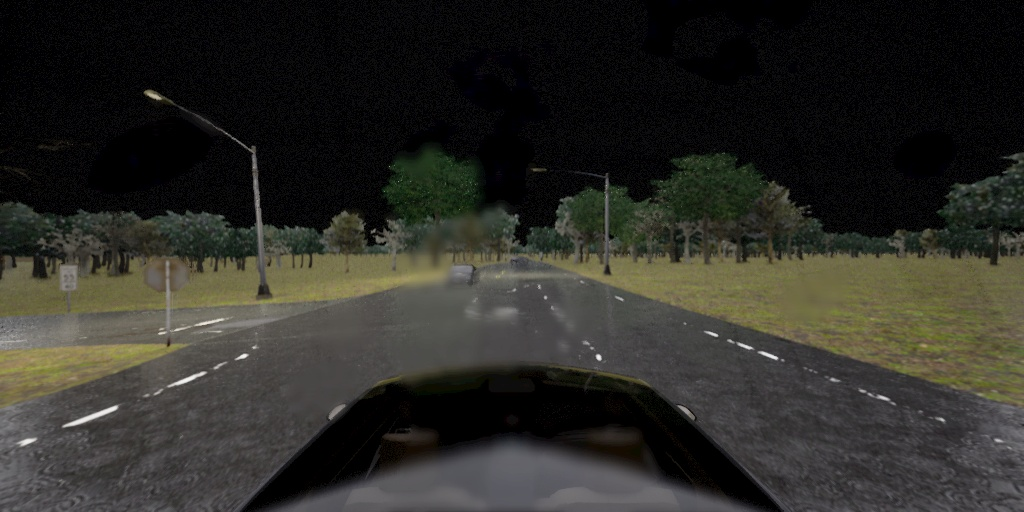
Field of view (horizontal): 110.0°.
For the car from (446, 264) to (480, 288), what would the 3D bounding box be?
[{"bbox_3d":[-3.350,1.338,25.018,1.837,1.490,4.892,0,1,1],"label":"car"}]
